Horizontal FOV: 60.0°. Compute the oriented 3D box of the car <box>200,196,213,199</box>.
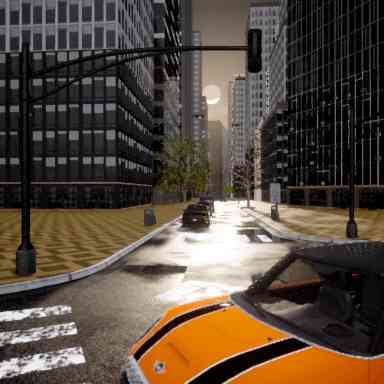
[{"bbox_3d":[2.030,1.554,45.963,2.150,2.045,5.566,0,0,5],"label":"car"}]

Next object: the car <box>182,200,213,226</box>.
[{"bbox_3d":[0.388,1.654,25.148,1.882,1.535,5.008,0,0,5],"label":"car"}]

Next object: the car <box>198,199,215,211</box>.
[{"bbox_3d":[1.193,1.777,35.336,1.812,1.442,4.674,0,0,5],"label":"car"}]

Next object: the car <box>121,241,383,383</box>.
[{"bbox_3d":[1.617,1.370,3.351,4.553,1.767,2.097,0,-1,-25],"label":"car"}]
